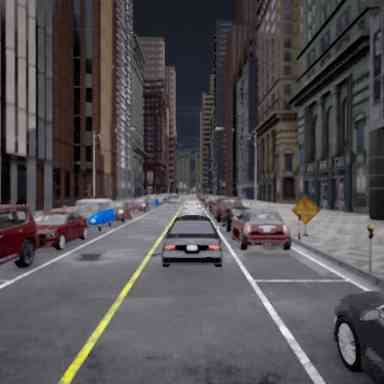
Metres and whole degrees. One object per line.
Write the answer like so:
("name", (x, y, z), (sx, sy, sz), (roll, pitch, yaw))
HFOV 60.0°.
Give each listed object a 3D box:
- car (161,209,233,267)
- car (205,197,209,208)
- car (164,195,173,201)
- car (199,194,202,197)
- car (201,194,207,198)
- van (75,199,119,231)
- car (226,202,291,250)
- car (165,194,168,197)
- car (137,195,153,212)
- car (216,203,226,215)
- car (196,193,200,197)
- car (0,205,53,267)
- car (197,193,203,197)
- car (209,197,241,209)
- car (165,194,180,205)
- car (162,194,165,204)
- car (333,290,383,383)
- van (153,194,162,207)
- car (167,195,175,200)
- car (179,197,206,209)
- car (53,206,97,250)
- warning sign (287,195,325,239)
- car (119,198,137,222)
("car", (0.019, 1.531, 11.369), (2.033, 1.411, 5.357), (0, 0, 0))
("car", (2.751, 1.512, 36.692), (1.947, 1.339, 4.313), (0, 0, 0))
("car", (-5.785, 1.459, 81.775), (1.947, 1.339, 4.313), (0, 0, 0))
("car", (2.745, 1.482, 59.237), (1.947, 1.339, 4.313), (0, 0, 0))
("car", (2.748, 1.370, 47.964), (1.967, 1.590, 4.097), (0, 0, 0))
("van", (-5.770, 1.311, 19.771), (1.690, 1.788, 3.998), (0, 0, 0))
("car", (2.757, 1.419, 14.146), (1.967, 1.590, 4.097), (0, 0, 0))
("car", (-5.780, 1.466, 59.228), (2.008, 1.369, 4.403), (0, 0, 0))
("car", (-5.774, 1.386, 36.682), (1.967, 1.590, 4.097), (0, 0, 0))
("car", (2.756, 1.537, 19.783), (1.947, 1.339, 4.313), (0, 0, 0))
("car", (2.738, 1.470, 87.419), (1.802, 1.307, 4.206), (0, 0, 0))
("car", (-5.768, 1.302, 8.497), (2.192, 1.841, 5.009), (0, 0, 0))
("car", (2.741, 1.481, 76.146), (1.802, 1.307, 4.206), (0, 0, 0))
("car", (2.753, 1.277, 25.420), (2.192, 1.841, 5.009), (0, 0, 0))
("car", (-3.072, 1.518, 57.966), (1.895, 1.301, 4.718), (0, 0, 1))
("car", (-5.778, 1.448, 53.422), (1.752, 1.417, 4.829), (0, 0, 0))
("car", (2.760, 1.546, 2.874), (2.008, 1.369, 4.403), (0, 0, 0))
("van", (-5.777, 1.270, 47.955), (1.690, 1.788, 3.998), (0, 0, 0))
("car", (-5.788, 1.434, 93.048), (2.008, 1.369, 4.403), (0, 0, 0))
("car", (0.044, 1.482, 29.310), (1.812, 1.442, 4.674), (0, 0, 0))
("car", (-5.768, 1.523, 14.135), (1.887, 1.381, 4.507), (0, 0, 0))
("warning sign", (5.067, 1.093, 14.840), (1.300, 1.860, 1.060), (0, 0, 0))
("car", (-5.771, 1.402, 25.408), (1.967, 1.590, 4.097), (0, 0, 0))
